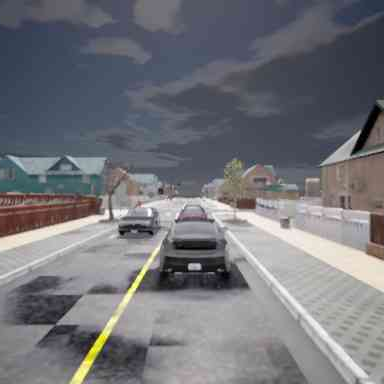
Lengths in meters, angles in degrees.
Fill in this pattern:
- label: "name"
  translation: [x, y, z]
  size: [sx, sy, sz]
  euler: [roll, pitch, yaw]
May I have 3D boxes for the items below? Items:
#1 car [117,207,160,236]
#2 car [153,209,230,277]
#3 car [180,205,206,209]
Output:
- label: "car"
  translation: [-2.832, 1.567, 18.964]
  size: [2.033, 1.411, 5.357]
  euler: [0, 0, 0]
- label: "car"
  translation: [0.081, 1.513, 10.257]
  size: [1.837, 1.490, 4.892]
  euler: [0, 0, 0]
- label: "car"
  translation: [0.077, 1.591, 23.513]
  size: [1.994, 1.385, 4.181]
  euler: [0, 0, 1]
